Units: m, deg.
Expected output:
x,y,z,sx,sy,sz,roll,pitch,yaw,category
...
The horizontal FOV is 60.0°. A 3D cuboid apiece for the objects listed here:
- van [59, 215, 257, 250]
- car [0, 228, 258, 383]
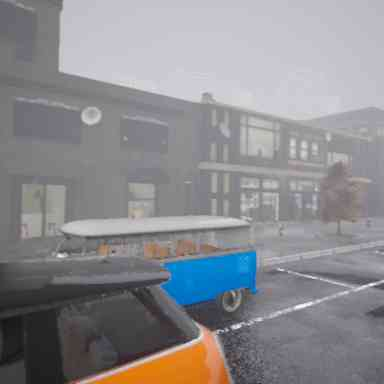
x,y,z,sx,sy,sz,roll,pitch,yaw,category
-0.609,1.365,6.067,3.998,1.788,1.690,1,1,-35,van
-1.884,1.348,2.031,4.553,1.767,2.097,1,0,-35,car
